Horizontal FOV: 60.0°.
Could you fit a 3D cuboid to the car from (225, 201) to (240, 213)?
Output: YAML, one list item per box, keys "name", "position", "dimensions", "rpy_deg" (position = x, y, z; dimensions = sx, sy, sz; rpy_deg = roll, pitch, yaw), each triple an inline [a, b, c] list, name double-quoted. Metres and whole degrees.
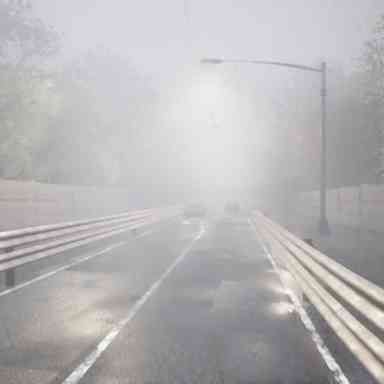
- name: "car"
  position: [5.607, 2.114, 46.534]
  dimensions: [1.882, 1.535, 5.008]
  rpy_deg: [0, -1, 7]

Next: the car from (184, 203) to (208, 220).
- name: "car"
  position: [0.425, 1.854, 32.319]
  dimensions: [1.882, 1.535, 5.008]
  rpy_deg: [0, -1, 7]

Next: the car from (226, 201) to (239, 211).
- name: "car"
  position: [6.911, 2.348, 56.763]
  dimensions: [2.128, 1.511, 4.902]
  rpy_deg: [0, -1, 7]

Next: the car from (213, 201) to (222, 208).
- name: "car"
  position: [5.617, 2.656, 72.320]
  dimensions: [1.882, 1.535, 5.008]
  rpy_deg: [0, -2, 7]
